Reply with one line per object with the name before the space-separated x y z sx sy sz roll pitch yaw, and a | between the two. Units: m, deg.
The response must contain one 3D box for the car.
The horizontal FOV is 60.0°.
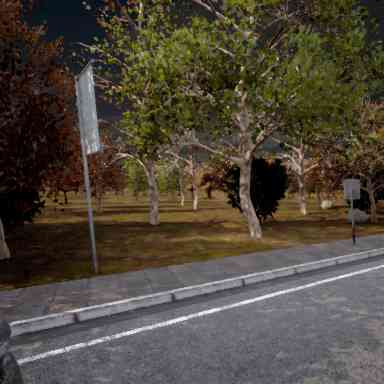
car | -3.478 1.511 1.453 4.892 1.490 1.837 0 0 -36
